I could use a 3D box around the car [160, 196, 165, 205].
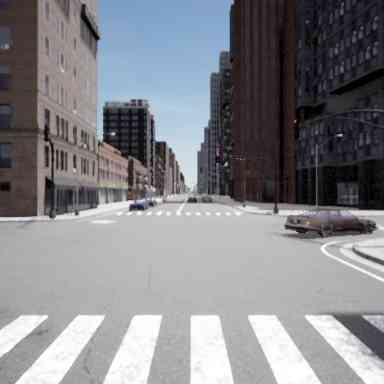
[{"bbox_3d":[-6.479,1.578,60.990,1.812,1.442,4.674,0,0,1],"label":"car"}]

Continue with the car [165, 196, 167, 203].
[{"bbox_3d":[-6.434,1.532,71.361,1.882,1.535,5.008,0,0,0],"label":"car"}]

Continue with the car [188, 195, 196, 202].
[{"bbox_3d":[0.075,1.508,81.704,1.882,1.535,5.008,0,0,0],"label":"car"}]

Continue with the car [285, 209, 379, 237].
[{"bbox_3d":[7.679,1.625,18.252,5.357,1.411,2.033,1,-1,-24],"label":"car"}]

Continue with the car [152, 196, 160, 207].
[{"bbox_3d":[-6.505,1.645,51.083,1.895,1.301,4.718,0,0,1],"label":"car"}]

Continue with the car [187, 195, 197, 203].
[{"bbox_3d":[0.066,1.533,71.285,1.882,1.535,5.008,0,0,0],"label":"car"}]

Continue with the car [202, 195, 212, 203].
[{"bbox_3d":[3.316,1.581,71.281,2.128,1.511,4.902,0,0,0],"label":"car"}]

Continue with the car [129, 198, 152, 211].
[{"bbox_3d":[-6.530,1.637,41.256,1.895,1.301,4.718,0,0,1],"label":"car"}]

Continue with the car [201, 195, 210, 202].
[{"bbox_3d":[3.325,1.555,81.701,2.128,1.511,4.902,0,0,0],"label":"car"}]
